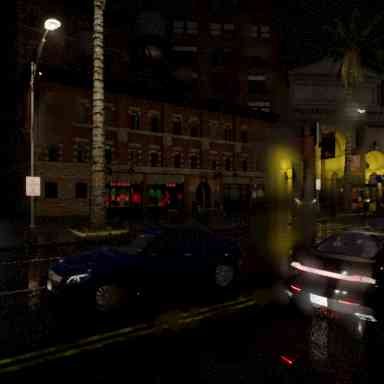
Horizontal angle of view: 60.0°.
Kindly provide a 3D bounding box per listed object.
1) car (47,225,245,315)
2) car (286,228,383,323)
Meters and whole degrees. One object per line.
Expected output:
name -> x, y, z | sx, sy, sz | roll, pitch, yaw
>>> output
car -> -0.819, 1.526, 7.695 | 4.674, 1.442, 1.812 | 0, 0, -36
car -> 3.982, 1.492, 6.652 | 4.902, 1.511, 2.128 | 0, 0, -35
